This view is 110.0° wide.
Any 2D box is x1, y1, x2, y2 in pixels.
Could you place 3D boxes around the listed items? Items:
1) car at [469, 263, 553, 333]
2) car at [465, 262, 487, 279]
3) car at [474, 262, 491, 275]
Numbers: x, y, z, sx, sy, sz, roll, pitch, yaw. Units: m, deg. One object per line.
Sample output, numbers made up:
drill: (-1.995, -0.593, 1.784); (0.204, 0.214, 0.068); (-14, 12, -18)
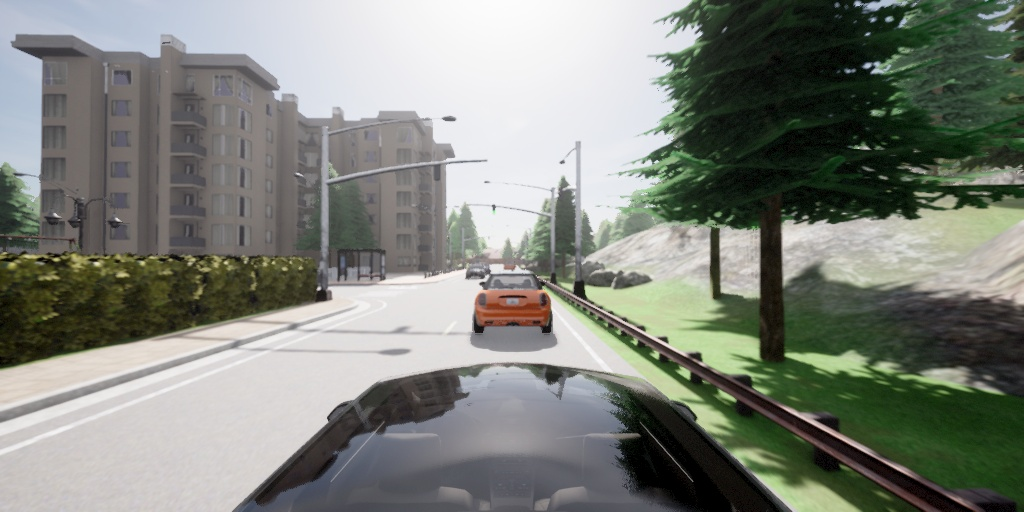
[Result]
car: (0.015, 1.211, 11.284); (2.097, 1.767, 4.553); (0, -1, 0)
car: (-3.895, 1.682, 38.820); (1.837, 1.490, 4.892); (0, -1, 0)
car: (-3.986, 1.643, 48.734); (2.097, 1.767, 4.553); (0, -1, -1)
